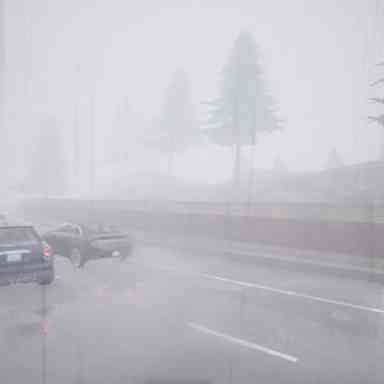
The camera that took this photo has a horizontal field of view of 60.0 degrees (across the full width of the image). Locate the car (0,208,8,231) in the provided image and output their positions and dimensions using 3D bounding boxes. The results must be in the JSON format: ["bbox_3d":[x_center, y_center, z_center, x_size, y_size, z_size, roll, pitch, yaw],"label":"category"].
[{"bbox_3d":[-15.586,2.015,25.297,1.882,1.535,5.008,3,-2,-39],"label":"car"}]

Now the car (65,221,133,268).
[{"bbox_3d":[-4.223,1.848,12.706,4.902,1.511,2.128,-1,-3,45],"label":"car"}]

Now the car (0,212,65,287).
[{"bbox_3d":[-5.685,1.560,9.252,4.553,1.767,2.097,0,-2,44],"label":"car"}]
